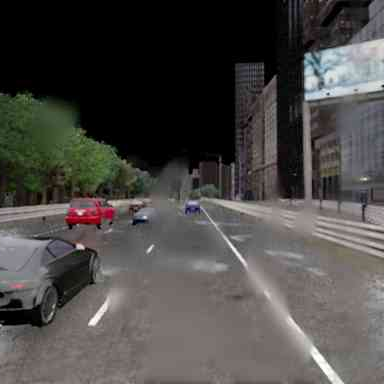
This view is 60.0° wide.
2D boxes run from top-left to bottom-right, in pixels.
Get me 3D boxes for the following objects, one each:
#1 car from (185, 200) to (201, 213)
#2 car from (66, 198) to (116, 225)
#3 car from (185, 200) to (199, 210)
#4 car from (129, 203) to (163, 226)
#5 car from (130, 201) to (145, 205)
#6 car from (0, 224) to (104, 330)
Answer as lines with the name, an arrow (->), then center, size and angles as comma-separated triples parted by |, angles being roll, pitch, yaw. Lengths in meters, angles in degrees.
car -> 0.102, 1.886, 42.316 | 1.882, 1.535, 5.008 | 0, -1, 0
car -> -6.901, 1.450, 23.187 | 2.150, 2.045, 5.566 | 0, -1, 0
car -> -0.004, 2.003, 52.595 | 2.128, 1.511, 4.902 | 0, -1, 0
car -> -3.402, 1.819, 26.103 | 1.994, 1.385, 4.181 | 0, -1, 0
car -> -6.907, 1.894, 43.138 | 1.882, 1.535, 5.008 | 0, -1, 0
car -> -3.401, 1.640, 7.164 | 1.994, 1.385, 4.181 | 0, -1, 0
